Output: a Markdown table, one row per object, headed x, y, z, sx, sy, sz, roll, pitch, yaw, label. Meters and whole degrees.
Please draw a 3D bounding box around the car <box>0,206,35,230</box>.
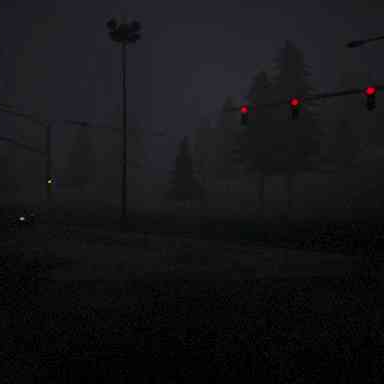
| x | y | z | sx | sy | sz | roll | pitch | yaw | label |
| --- | --- | --- | --- | --- | --- | --- | --- | --- | --- |
| -11.740 | 1.555 | 20.962 | 4.181 | 1.385 | 1.994 | 0 | 0 | 36 | car |
